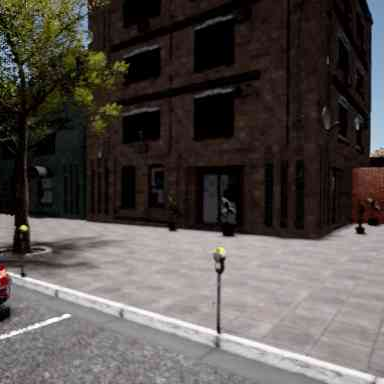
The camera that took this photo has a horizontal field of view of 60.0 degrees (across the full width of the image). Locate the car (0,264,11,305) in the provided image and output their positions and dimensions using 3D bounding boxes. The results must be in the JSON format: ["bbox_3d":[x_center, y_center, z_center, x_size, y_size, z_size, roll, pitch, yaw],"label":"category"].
[{"bbox_3d":[-5.209,1.581,6.595,4.206,1.307,1.802,0,1,36],"label":"car"}]
